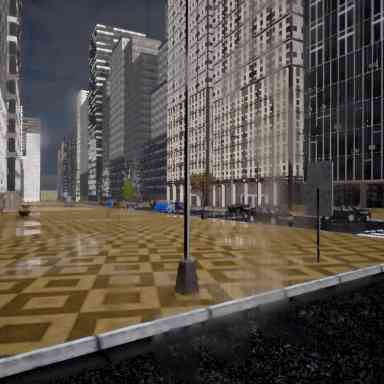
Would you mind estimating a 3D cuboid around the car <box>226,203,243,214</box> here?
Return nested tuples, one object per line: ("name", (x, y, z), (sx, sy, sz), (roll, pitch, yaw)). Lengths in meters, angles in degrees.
("car", (6.288, 2.168, 44.777), (1.947, 1.339, 4.313), (-1, -1, -26))

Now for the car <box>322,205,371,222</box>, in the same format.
("car", (13.635, 1.854, 29.587), (2.008, 1.369, 4.403), (-1, -1, -26))

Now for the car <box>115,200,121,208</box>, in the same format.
("car", (-13.428, 2.602, 66.291), (1.752, 1.417, 4.829), (-1, -1, -26))

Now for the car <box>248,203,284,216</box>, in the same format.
("car", (8.737, 2.068, 39.714), (1.947, 1.339, 4.313), (-1, -1, -26))

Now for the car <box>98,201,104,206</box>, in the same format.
("car", (-23.297, 3.053, 86.695), (1.887, 1.381, 4.507), (-1, -1, -26))

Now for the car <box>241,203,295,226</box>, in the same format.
("car", (6.091, 1.813, 25.938), (2.008, 1.369, 4.403), (-1, -1, -26))

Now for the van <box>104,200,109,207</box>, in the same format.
("van", (-18.403, 2.634, 76.571), (1.690, 1.788, 3.998), (-1, -1, -26))

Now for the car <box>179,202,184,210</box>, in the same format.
("car", (-2.560, 2.389, 57.148), (1.812, 1.442, 4.674), (0, -1, -26))

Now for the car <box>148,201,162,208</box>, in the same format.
("car", (-8.406, 2.808, 75.155), (1.802, 1.307, 4.206), (-1, -1, -26))

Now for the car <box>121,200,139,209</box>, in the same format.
("car", (-11.052, 2.525, 61.380), (2.008, 1.369, 4.403), (-1, -1, -26))

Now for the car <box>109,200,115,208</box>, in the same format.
("car", (-15.950, 2.731, 71.507), (1.887, 1.381, 4.507), (-1, -1, -26))

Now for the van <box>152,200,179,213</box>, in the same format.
("van", (-3.709, 2.005, 46.194), (1.690, 1.788, 3.998), (-1, -1, -26))

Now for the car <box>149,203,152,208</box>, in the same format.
("car", (-7.035, 2.558, 66.386), (1.837, 1.490, 4.892), (0, -1, -26))
